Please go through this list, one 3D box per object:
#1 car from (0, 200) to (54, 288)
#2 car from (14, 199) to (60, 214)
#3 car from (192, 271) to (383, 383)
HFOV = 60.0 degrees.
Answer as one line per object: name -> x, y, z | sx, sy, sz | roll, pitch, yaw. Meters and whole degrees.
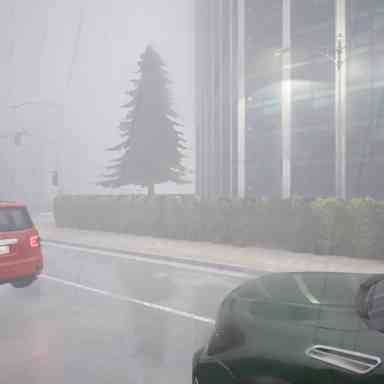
car -> -5.812, 1.221, 8.081 | 5.566, 2.045, 2.150 | 0, 0, 38
car -> -17.231, 1.564, 37.083 | 1.994, 1.385, 4.181 | 0, 0, 36
car -> 2.655, 1.221, 2.096 | 5.566, 2.045, 2.150 | 0, 0, 36
